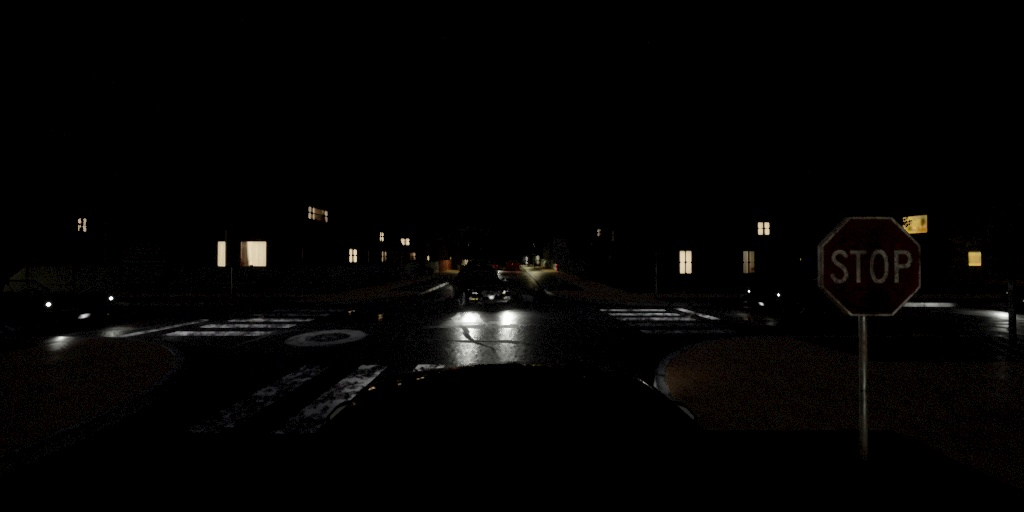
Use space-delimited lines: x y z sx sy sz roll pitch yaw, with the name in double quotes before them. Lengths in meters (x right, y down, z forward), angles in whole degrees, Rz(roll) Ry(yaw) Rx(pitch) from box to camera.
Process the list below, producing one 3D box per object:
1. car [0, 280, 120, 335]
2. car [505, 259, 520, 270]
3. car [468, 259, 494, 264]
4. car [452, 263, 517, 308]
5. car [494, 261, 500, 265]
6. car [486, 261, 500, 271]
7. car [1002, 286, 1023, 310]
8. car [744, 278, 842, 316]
"car" -13.627 1.279 9.490 4.718 1.301 1.895 0 -1 -3
"car" 0.075 1.261 54.817 2.097 1.767 4.553 0 0 1
"car" -2.837 1.147 28.381 2.097 1.767 4.553 0 0 0
"car" -1.493 1.282 15.823 1.837 1.490 4.892 0 1 -17
"car" -2.824 1.188 40.917 2.097 1.767 4.553 0 0 0
"car" -2.776 1.427 53.573 1.812 1.442 4.674 0 0 0
"car" 21.554 1.417 13.477 4.674 1.442 1.812 0 -1 -2
"car" 11.273 1.440 13.149 4.718 1.301 1.895 0 -1 -3
